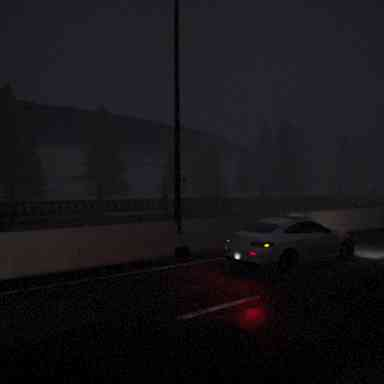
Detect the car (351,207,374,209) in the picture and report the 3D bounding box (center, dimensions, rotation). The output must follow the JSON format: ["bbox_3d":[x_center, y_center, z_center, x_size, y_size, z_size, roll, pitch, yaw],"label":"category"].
[{"bbox_3d":[19.329,1.277,37.039,4.674,1.442,1.812,0,0,-25],"label":"car"}]

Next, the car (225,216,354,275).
[{"bbox_3d":[3.093,1.470,10.255,4.674,1.442,1.812,0,0,-36],"label":"car"}]
